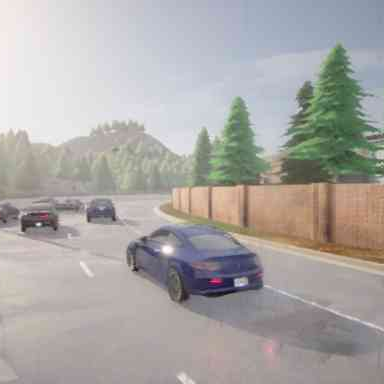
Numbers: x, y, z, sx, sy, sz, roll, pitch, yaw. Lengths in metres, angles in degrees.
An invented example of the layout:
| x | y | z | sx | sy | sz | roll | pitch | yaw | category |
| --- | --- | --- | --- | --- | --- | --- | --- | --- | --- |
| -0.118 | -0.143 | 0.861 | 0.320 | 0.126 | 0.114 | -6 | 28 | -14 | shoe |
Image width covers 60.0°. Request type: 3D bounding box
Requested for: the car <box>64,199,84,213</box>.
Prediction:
| x | y | z | sx | sy | sz | roll | pitch | yaw | category |
| --- | --- | --- | --- | --- | --- | --- | --- | --- | --- |
| -12.639 | 1.394 | 35.282 | 2.033 | 1.411 | 5.357 | 0 | 0 | -9 | car |

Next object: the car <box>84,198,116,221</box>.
| x | y | z | sx | sy | sz | roll | pitch | yaw | category |
| --- | --- | --- | --- | --- | --- | --- | --- | --- | --- |
| -7.084 | 1.248 | 26.019 | 2.097 | 1.767 | 4.553 | 0 | 0 | -16 | car |

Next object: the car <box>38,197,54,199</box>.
| x | y | z | sx | sy | sz | roll | pitch | yaw | category |
| --- | --- | --- | --- | --- | --- | --- | --- | --- | --- |
| -16.417 | 1.331 | 37.641 | 1.837 | 1.490 | 4.892 | 0 | 1 | -7 | car |

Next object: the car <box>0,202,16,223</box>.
| x | y | z | sx | sy | sz | roll | pitch | yaw | category |
| --- | --- | --- | --- | --- | --- | --- | --- | --- | --- |
| -13.718 | 1.422 | 23.645 | 2.033 | 1.411 | 5.357 | 0 | 0 | -16 | car |

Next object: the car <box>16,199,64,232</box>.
| x | y | z | sx | sy | sz | roll | pitch | yaw | category |
| --- | --- | --- | --- | --- | --- | --- | --- | --- | --- |
| -8.796 | 1.413 | 19.605 | 1.837 | 1.490 | 4.892 | 0 | 1 | -19 | car |

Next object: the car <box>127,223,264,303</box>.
| x | y | z | sx | sy | sz | roll | pitch | yaw | category |
| --- | --- | --- | --- | --- | --- | --- | --- | --- | --- |
| -0.167 | 1.501 | 8.231 | 1.812 | 1.442 | 4.674 | 0 | 0 | -28 | car |
